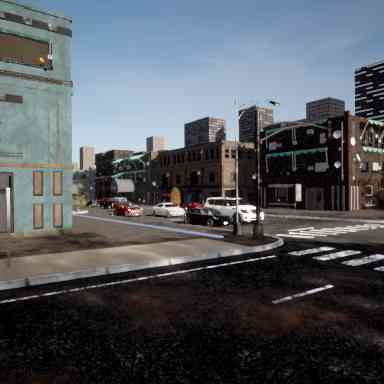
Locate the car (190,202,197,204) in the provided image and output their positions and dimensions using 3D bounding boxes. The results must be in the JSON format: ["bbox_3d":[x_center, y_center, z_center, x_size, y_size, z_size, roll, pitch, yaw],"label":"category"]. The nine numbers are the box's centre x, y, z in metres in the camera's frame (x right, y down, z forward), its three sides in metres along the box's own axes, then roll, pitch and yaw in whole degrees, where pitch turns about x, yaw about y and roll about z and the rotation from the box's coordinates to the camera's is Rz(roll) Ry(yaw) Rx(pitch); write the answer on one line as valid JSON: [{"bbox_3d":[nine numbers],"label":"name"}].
[{"bbox_3d":[-0.074,1.903,41.126,1.802,1.307,4.206,-2,0,-36],"label":"car"}]

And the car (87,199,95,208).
[{"bbox_3d":[-19.197,2.158,63.446,2.128,1.511,4.902,-1,0,-36],"label":"car"}]

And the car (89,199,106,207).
[{"bbox_3d":[-19.384,2.227,68.145,1.887,1.381,4.507,-1,0,-36],"label":"car"}]

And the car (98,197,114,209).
[{"bbox_3d":[-13.423,2.066,55.365,1.837,1.490,4.892,-1,0,-36],"label":"car"}]

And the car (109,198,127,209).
[{"bbox_3d":[-8.584,1.931,43.112,1.882,1.535,5.008,-1,0,-35],"label":"car"}]

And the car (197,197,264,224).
[{"bbox_3d":[3.160,1.445,26.655,2.150,2.045,5.566,-1,0,-35],"label":"car"}]

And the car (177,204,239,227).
[{"bbox_3d":[1.079,1.814,24.891,1.947,1.339,4.313,-2,0,-36],"label":"car"}]

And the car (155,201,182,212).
[{"bbox_3d":[-3.291,1.965,45.629,1.802,1.307,4.206,-2,0,-36],"label":"car"}]

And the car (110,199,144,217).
[{"bbox_3d":[-6.894,1.846,36.251,1.967,1.590,4.097,-1,0,-36],"label":"car"}]

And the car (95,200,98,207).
[{"bbox_3d":[-16.171,1.939,63.641,2.192,1.841,5.009,-1,0,-36],"label":"car"}]

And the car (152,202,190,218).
[{"bbox_3d":[-2.541,1.862,34.640,1.812,1.442,4.674,-1,0,-35],"label":"car"}]

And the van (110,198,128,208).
[{"bbox_3d":[-12.952,1.906,59.138,1.690,1.788,3.998,-1,0,-36],"label":"van"}]
